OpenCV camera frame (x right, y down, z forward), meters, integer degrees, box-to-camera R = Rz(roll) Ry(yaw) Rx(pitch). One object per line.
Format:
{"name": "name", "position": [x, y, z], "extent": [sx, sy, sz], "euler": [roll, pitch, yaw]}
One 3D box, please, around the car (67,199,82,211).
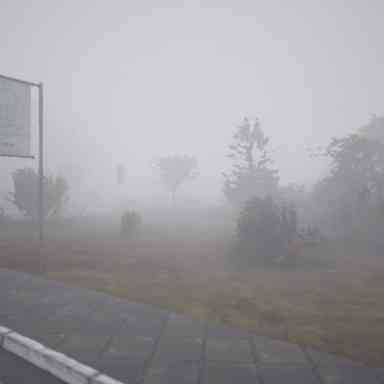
{"name": "car", "position": [-15.828, 1.583, 40.662], "extent": [2.128, 1.511, 4.902], "euler": [0, 0, 39]}

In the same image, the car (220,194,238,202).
{"name": "car", "position": [7.255, 1.140, 64.938], "extent": [1.812, 1.442, 4.674], "euler": [0, 1, 31]}

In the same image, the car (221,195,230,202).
{"name": "car", "position": [7.394, 1.232, 58.729], "extent": [1.812, 1.442, 4.674], "euler": [0, 1, 35]}

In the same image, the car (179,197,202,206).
{"name": "car", "position": [-0.213, 1.435, 54.265], "extent": [1.994, 1.385, 4.181], "euler": [0, 1, 38]}

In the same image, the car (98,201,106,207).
{"name": "car", "position": [-12.035, 1.630, 50.949], "extent": [1.895, 1.301, 4.718], "euler": [0, 0, 39]}

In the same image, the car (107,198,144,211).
{"name": "car", "position": [-7.370, 1.651, 39.690], "extent": [1.895, 1.301, 4.718], "euler": [0, 0, 39]}
